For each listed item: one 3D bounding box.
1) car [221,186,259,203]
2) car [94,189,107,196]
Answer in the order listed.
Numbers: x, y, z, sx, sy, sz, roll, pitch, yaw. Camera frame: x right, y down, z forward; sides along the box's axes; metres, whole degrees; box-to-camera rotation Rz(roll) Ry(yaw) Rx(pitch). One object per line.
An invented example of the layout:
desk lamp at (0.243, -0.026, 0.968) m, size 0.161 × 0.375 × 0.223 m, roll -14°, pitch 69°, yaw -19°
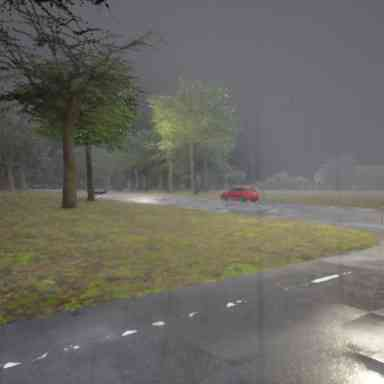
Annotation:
car at (6.080, 0.315, 42.444) m, size 2.150 × 2.045 × 5.566 m, roll -2°, pitch 2°, yaw -35°
car at (-18.204, -0.027, 65.709) m, size 1.895 × 1.301 × 4.718 m, roll -1°, pitch 2°, yaw -29°
